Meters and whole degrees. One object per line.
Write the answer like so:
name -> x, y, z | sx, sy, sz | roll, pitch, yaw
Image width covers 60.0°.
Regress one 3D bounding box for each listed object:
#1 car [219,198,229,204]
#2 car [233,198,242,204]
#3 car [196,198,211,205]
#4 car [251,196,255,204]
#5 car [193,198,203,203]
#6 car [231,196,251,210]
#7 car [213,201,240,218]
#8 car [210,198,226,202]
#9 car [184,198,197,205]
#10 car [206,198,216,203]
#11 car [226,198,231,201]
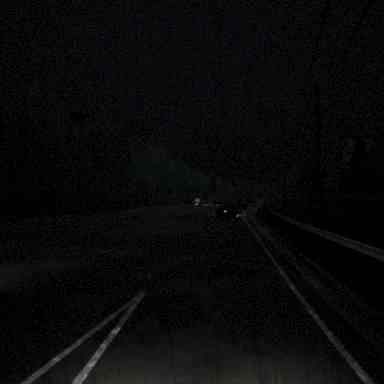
car -> 8.622, 2.290, 89.201 | 1.837, 1.490, 4.892 | 0, -1, 13
car -> 12.033, 2.350, 88.416 | 1.994, 1.385, 4.181 | 0, -1, 13
car -> 2.971, 2.384, 80.233 | 1.994, 1.385, 4.181 | 0, -1, 13
car -> 15.451, 2.199, 87.660 | 2.150, 2.045, 5.566 | 0, -1, 13
car -> 1.800, 2.298, 90.767 | 1.812, 1.442, 4.674 | 0, -1, 13
car -> 8.141, 1.960, 55.368 | 2.097, 1.767, 4.553 | 0, -1, 13
car -> 3.720, 1.945, 35.280 | 1.994, 1.385, 4.181 | 0, -1, 11
car -> 6.289, 2.334, 79.044 | 1.837, 1.490, 4.892 | 0, -1, 13
car -> -0.534, 2.318, 80.611 | 1.837, 1.490, 4.892 | 0, -1, 13
car -> 5.217, 2.377, 90.012 | 1.895, 1.301, 4.718 | 0, -1, 13
car -> 9.785, 2.398, 78.633 | 1.994, 1.385, 4.181 | 0, -1, 13
